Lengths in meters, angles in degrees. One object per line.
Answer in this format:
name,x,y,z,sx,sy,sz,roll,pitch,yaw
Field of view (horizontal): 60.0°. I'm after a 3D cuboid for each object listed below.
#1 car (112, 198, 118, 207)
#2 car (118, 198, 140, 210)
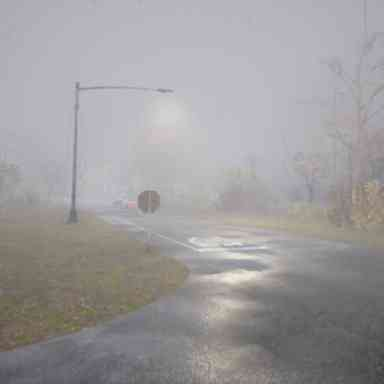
car,-12.725,1.773,57.784,1.882,1.535,5.008,2,-1,-23
car,-8.993,1.630,48.910,2.097,1.767,4.553,2,-1,-23
